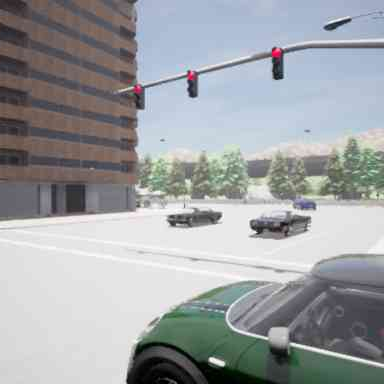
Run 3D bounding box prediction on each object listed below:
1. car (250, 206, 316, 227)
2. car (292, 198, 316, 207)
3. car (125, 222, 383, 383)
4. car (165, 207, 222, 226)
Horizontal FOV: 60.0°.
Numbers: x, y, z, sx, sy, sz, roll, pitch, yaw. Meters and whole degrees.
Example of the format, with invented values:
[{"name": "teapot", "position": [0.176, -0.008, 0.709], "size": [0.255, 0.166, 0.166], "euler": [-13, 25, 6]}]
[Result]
[{"name": "car", "position": [5.105, 1.665, 18.664], "size": [1.895, 1.301, 4.718], "euler": [-1, 0, 37]}, {"name": "car", "position": [14.796, 1.584, 43.965], "size": [1.882, 1.535, 5.008], "euler": [-1, 0, 1]}, {"name": "car", "position": [1.538, 1.354, 2.895], "size": [4.553, 1.767, 2.097], "euler": [-1, 0, 35]}, {"name": "car", "position": [0.208, 1.735, 23.935], "size": [1.895, 1.301, 4.718], "euler": [-1, 0, 36]}]
